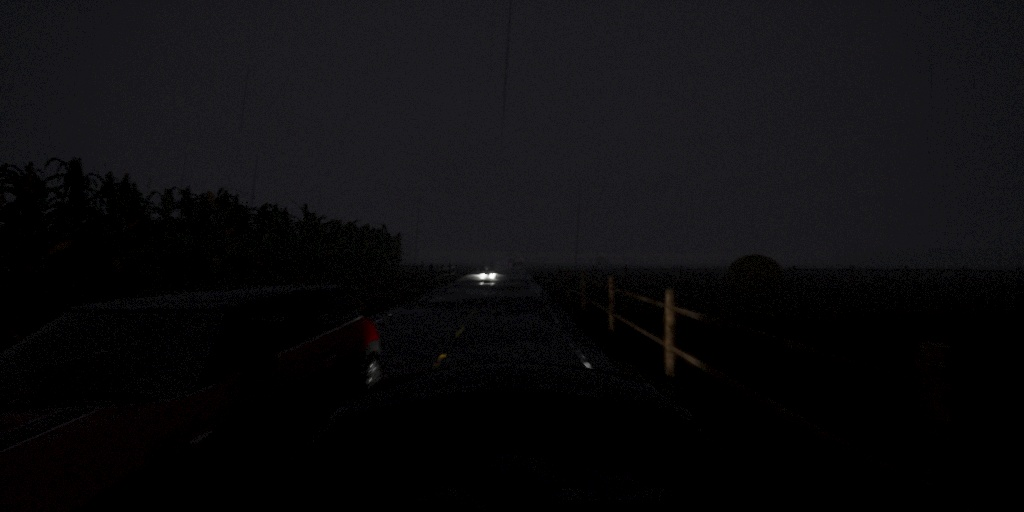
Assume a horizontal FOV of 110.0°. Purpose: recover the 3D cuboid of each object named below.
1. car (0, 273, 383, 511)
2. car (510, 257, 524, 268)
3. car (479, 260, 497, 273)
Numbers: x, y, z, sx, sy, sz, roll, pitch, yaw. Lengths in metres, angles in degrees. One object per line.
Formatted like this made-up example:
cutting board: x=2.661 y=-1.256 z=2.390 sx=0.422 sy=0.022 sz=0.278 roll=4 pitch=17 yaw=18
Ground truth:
car: x=-2.842 y=1.102 z=3.068 sx=2.097 sy=1.767 sz=4.553 roll=0 pitch=0 yaw=0
car: x=0.964 y=1.177 z=61.076 sx=1.882 sy=1.535 sz=5.008 roll=0 pitch=0 yaw=0
car: x=-2.834 y=1.208 z=42.915 sx=2.128 sy=1.511 sz=4.902 roll=0 pitch=0 yaw=0
